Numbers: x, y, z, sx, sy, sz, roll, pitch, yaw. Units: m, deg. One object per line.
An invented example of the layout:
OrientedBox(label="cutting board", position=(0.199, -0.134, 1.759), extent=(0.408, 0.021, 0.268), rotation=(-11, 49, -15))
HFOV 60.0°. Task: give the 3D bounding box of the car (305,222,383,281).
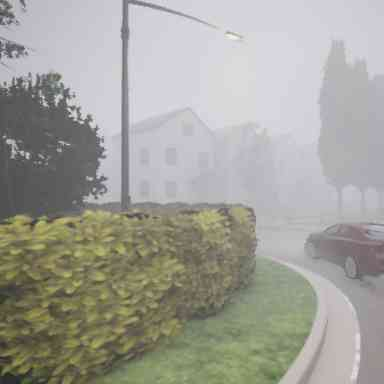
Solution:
OrientedBox(label="car", position=(5.275, 1.685, 10.611), extent=(1.882, 1.535, 5.008), rotation=(1, -1, -1))
